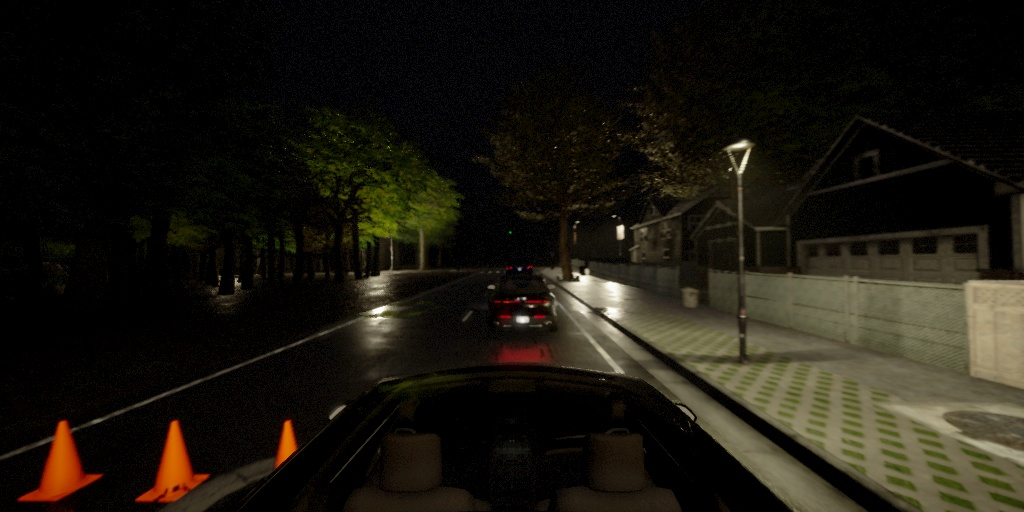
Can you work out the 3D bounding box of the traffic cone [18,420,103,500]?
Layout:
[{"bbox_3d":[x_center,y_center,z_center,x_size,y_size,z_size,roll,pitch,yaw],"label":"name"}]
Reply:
[{"bbox_3d":[-3.949,1.745,3.153,0.340,0.580,0.340,0,0,1],"label":"traffic cone"}]

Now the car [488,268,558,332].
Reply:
[{"bbox_3d":[0.300,1.299,11.054,1.837,1.490,4.892,0,0,1],"label":"car"}]

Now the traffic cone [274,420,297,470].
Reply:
[{"bbox_3d":[-1.950,1.728,3.118,0.340,0.580,0.340,0,0,1],"label":"traffic cone"}]

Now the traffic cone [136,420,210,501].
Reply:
[{"bbox_3d":[-2.950,1.737,3.136,0.340,0.580,0.340,0,0,1],"label":"traffic cone"}]

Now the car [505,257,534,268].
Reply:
[{"bbox_3d":[0.628,1.109,29.889,2.150,2.045,5.566,0,0,1],"label":"car"}]
